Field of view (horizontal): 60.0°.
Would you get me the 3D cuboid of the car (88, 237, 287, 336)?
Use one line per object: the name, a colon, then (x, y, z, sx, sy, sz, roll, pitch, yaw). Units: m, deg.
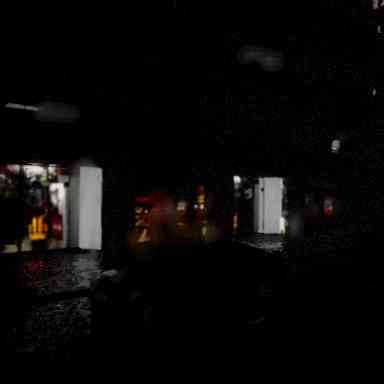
car: (0.122, 1.596, 6.598, 4.206, 1.307, 1.802, 1, 0, -35)
